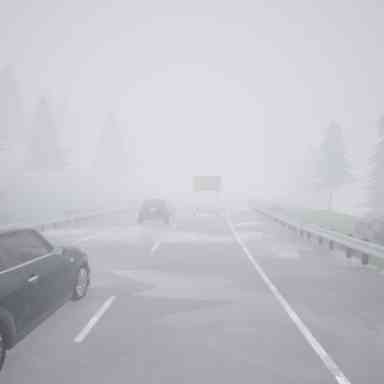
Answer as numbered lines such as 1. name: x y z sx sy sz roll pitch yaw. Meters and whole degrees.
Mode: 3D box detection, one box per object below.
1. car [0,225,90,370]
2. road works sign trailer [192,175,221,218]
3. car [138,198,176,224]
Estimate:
1. car: -3.291 1.318 5.399 2.097 1.767 4.553 0 0 1
2. road works sign trailer: 1.297 0.312 28.911 2.380 3.560 2.880 0 0 6
3. car: -2.427 1.221 23.991 2.097 1.767 4.553 0 0 4
